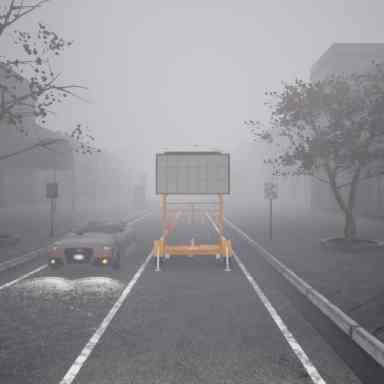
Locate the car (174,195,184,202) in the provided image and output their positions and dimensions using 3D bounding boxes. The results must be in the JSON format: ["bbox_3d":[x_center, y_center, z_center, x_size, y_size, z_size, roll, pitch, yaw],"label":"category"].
[{"bbox_3d":[-2.830,1.422,74.443,1.812,1.442,4.674,0,1,0],"label":"car"}]

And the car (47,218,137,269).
[{"bbox_3d":[-3.075,1.579,11.022,1.994,1.385,4.181,0,0,0],"label":"car"}]

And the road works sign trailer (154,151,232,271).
[{"bbox_3d":[0.025,0.480,10.926,2.380,3.560,2.880,0,0,0],"label":"road works sign trailer"}]
